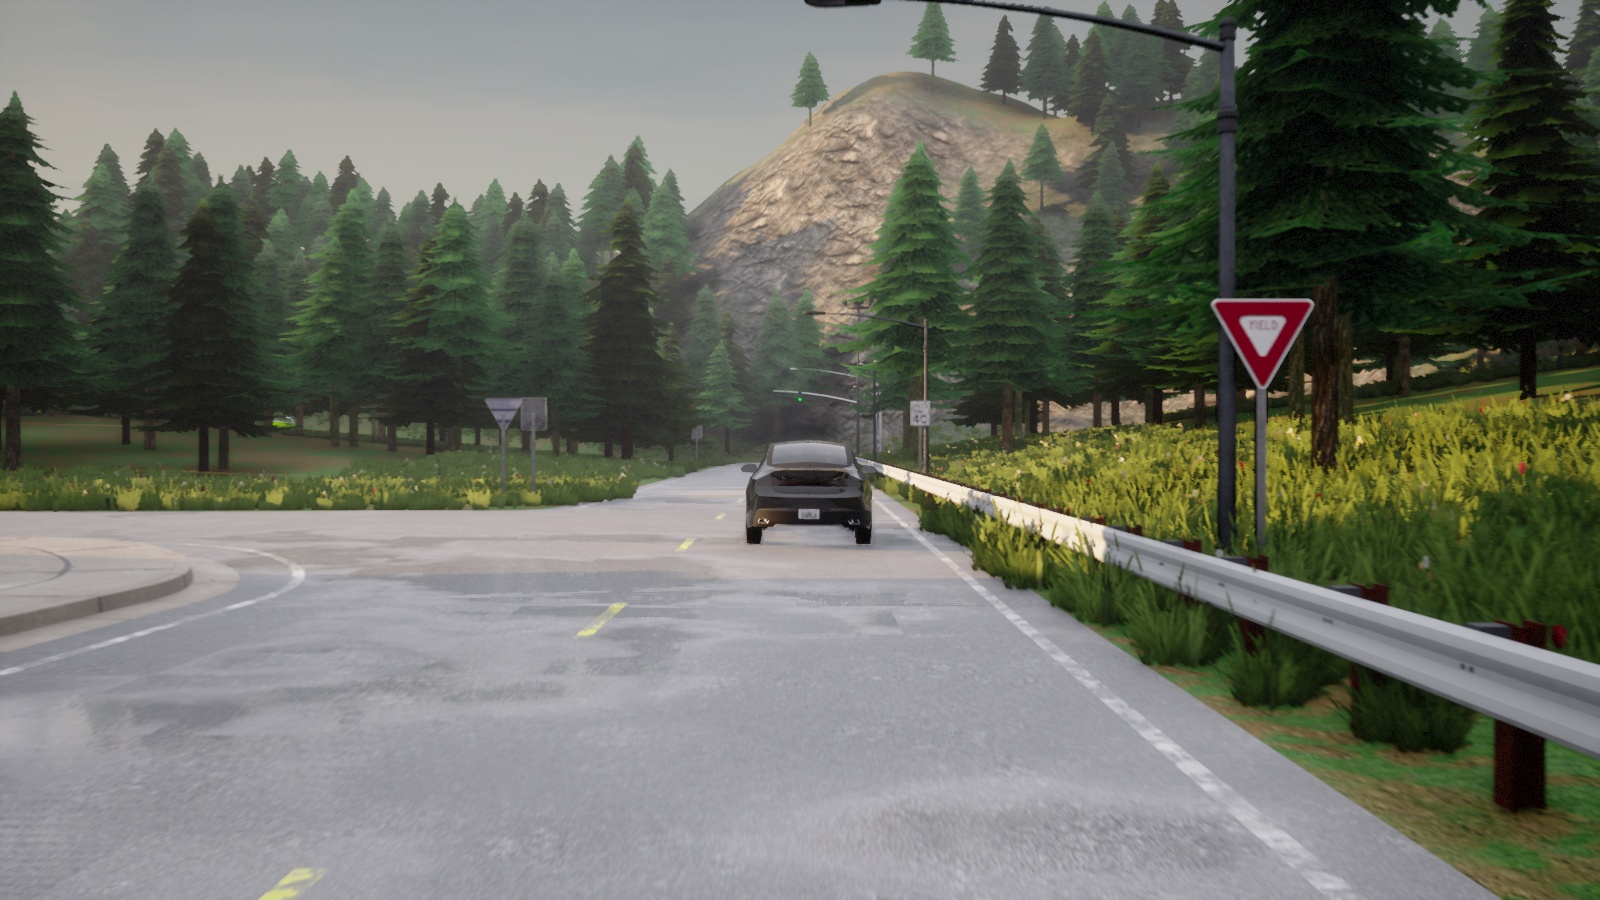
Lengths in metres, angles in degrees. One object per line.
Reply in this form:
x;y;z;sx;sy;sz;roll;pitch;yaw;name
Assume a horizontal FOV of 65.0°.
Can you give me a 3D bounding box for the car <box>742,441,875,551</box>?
0.131;0.618;19.838;1.837;1.490;4.892;1;1;0;car
